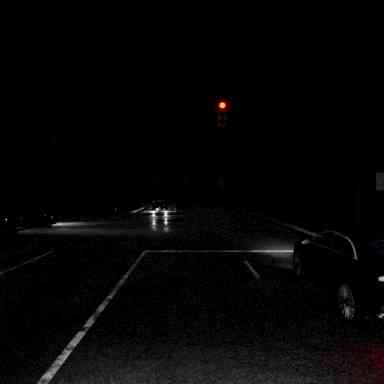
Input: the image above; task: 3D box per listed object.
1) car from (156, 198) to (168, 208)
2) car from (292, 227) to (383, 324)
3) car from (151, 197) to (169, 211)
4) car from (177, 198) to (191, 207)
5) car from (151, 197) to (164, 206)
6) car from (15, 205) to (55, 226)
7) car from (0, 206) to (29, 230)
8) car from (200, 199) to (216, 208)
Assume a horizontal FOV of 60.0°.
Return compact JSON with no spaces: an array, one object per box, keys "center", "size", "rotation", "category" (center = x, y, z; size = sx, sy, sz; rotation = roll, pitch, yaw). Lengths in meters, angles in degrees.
[{"center":[-4.864,1.740,53.062],"size":[1.812,1.442,4.674],"rotation":[0,-1,-6],"category":"car"},{"center":[3.583,1.492,7.098],"size":[2.128,1.511,4.902],"rotation":[0,0,1],"category":"car"},{"center":[-4.071,1.596,42.803],"size":[1.812,1.442,4.674],"rotation":[0,-1,-3],"category":"car"},{"center":[-1.315,1.713,54.670],"size":[1.882,1.535,5.008],"rotation":[0,-1,-7],"category":"car"},{"center":[-6.973,1.866,66.883],"size":[2.097,1.767,4.553],"rotation":[0,-1,-12],"category":"car"},{"center":[-11.921,1.605,23.362],"size":[4.181,1.385,1.994],"rotation":[0,0,-6],"category":"car"},{"center":[-12.461,1.648,19.414],"size":[4.718,1.301,1.895],"rotation":[0,0,2],"category":"car"},{"center":[2.452,1.793,52.546],"size":[1.895,1.301,4.718],"rotation":[0,-1,-6],"category":"car"}]
